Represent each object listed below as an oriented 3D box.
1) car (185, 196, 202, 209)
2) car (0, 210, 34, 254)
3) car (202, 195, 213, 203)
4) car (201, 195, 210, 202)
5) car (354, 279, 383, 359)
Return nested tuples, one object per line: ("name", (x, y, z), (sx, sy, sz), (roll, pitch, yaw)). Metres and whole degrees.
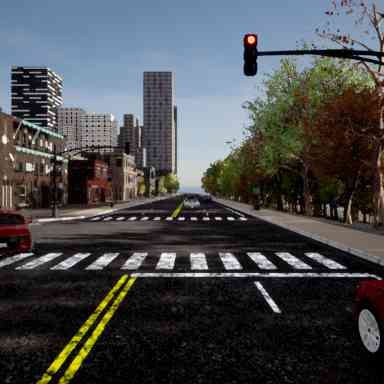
("car", (-0.002, 1.586, 44.200), (1.895, 1.301, 4.718), (0, 0, 0))
("car", (-7.449, 1.479, 13.049), (1.882, 1.535, 5.008), (1, -1, -31))
("car", (3.180, 1.523, 65.814), (2.033, 1.411, 5.357), (0, 0, 0))
("car", (3.059, 1.470, 76.308), (1.837, 1.490, 4.892), (0, 0, 0))
("car", (3.342, 1.477, 2.948), (1.882, 1.535, 5.008), (0, 0, 0))
